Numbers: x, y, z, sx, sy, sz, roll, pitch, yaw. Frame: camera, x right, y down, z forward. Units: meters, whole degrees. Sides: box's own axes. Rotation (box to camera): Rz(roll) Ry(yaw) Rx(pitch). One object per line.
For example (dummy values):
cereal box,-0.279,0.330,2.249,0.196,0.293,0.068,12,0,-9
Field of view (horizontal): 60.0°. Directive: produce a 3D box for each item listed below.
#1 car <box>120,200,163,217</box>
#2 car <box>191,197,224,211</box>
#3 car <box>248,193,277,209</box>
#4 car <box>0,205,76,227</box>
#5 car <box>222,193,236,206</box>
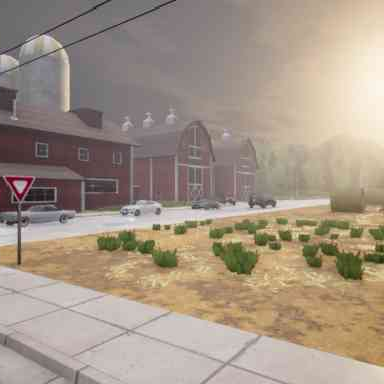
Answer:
car,-4.689,1.499,31.500,1.812,1.442,4.674,0,0,34
car,1.700,1.537,40.751,1.994,1.385,4.181,0,0,35
car,9.788,1.195,46.099,2.150,2.045,5.566,0,0,36
car,-10.576,1.574,23.002,1.895,1.301,4.718,0,0,35
car,5.845,1.118,53.980,1.905,1.878,3.866,6,1,-8
